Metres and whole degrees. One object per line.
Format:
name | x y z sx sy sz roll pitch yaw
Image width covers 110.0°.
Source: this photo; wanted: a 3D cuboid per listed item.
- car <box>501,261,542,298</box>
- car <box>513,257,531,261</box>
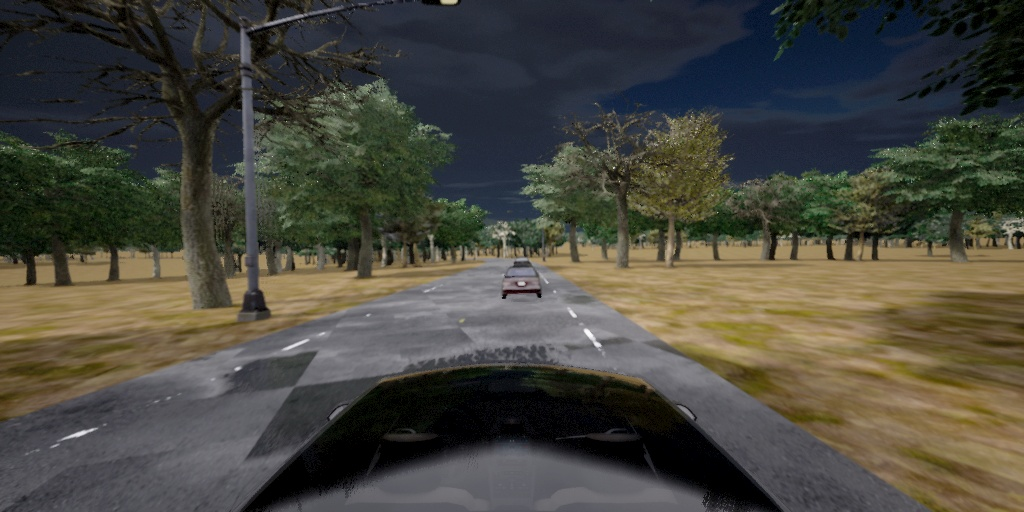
car | 0.460 1.161 17.468 2.033 1.411 5.357 -1 1 2
car | 1.078 0.858 38.891 1.882 1.535 5.008 -1 0 2
